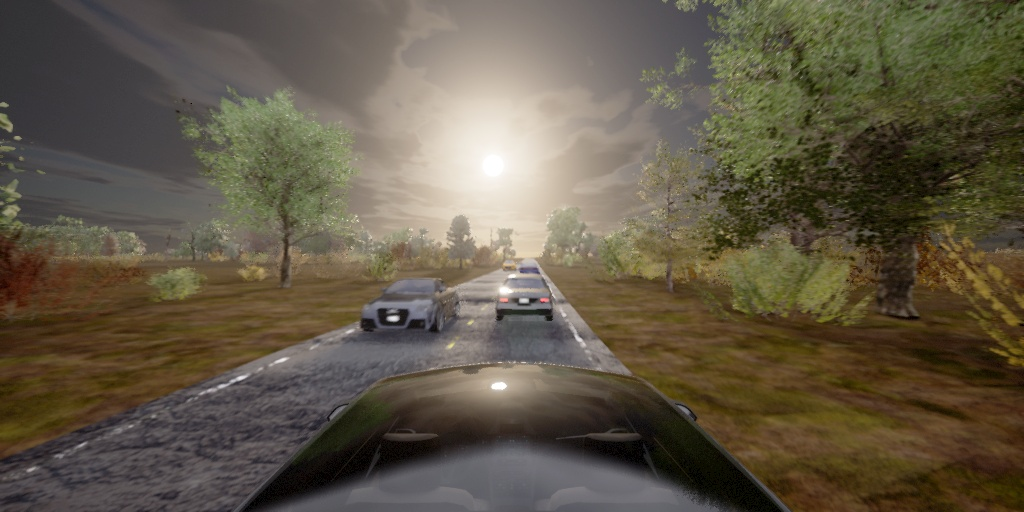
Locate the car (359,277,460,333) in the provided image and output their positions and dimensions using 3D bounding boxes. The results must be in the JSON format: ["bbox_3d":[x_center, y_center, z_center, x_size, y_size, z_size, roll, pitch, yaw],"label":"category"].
[{"bbox_3d":[-2.838,1.346,10.768,1.994,1.385,4.181,0,0,2],"label":"car"}]

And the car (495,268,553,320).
[{"bbox_3d":[0.460,1.344,12.837,2.033,1.411,5.357,0,0,3],"label":"car"}]

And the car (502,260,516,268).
[{"bbox_3d":[-0.392,1.418,54.646,1.882,1.535,5.008,0,0,4],"label":"car"}]

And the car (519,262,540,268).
[{"bbox_3d":[1.668,1.360,34.961,1.882,1.535,5.008,0,0,3],"label":"car"}]
